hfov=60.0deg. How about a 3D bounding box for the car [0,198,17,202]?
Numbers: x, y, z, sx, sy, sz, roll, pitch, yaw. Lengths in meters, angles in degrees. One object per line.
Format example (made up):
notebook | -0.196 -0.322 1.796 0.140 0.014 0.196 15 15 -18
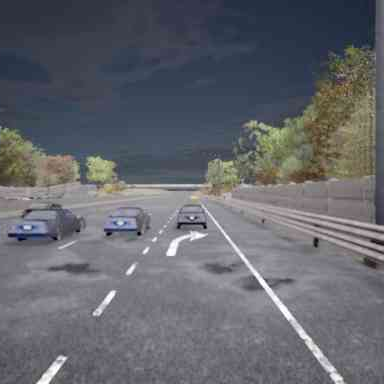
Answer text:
car | -21.086 1.591 39.642 1.895 1.301 4.718 0 0 0

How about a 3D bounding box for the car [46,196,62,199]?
car | -31.507 1.513 75.880 1.895 1.301 4.718 0 0 0

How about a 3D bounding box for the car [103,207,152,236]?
car | -3.404 1.534 18.311 2.033 1.411 5.357 0 0 0

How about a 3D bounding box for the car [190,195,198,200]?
car | 0.641 1.576 94.412 1.882 1.535 5.008 0 0 8

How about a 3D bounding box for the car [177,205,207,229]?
car | -0.001 1.532 21.722 2.033 1.411 5.357 0 0 0

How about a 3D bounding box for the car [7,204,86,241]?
car | -6.901 1.535 16.444 2.033 1.411 5.357 0 0 0

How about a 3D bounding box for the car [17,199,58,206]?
car | -10.402 1.489 24.018 1.837 1.490 4.892 0 0 0
